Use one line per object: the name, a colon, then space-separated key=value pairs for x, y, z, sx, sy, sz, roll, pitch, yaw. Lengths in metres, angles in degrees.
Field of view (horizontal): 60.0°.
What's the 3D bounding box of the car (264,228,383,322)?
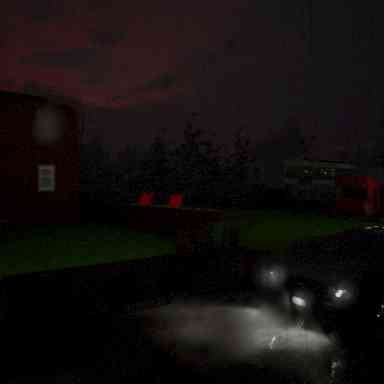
car: x=4.061 y=1.550 z=7.431 sx=5.357 sy=1.411 sz=2.033 roll=0 pitch=0 yaw=-35
